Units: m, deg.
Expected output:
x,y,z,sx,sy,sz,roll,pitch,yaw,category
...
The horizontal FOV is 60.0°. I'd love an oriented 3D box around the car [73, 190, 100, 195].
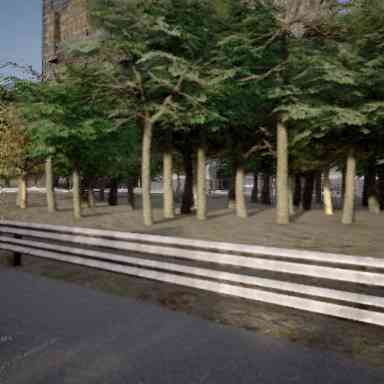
x,y,z,sx,sy,sz,roll,pitch,yaw,category
-19.696,-0.166,62.673,5.366,1.575,1.801,0,1,1,car
